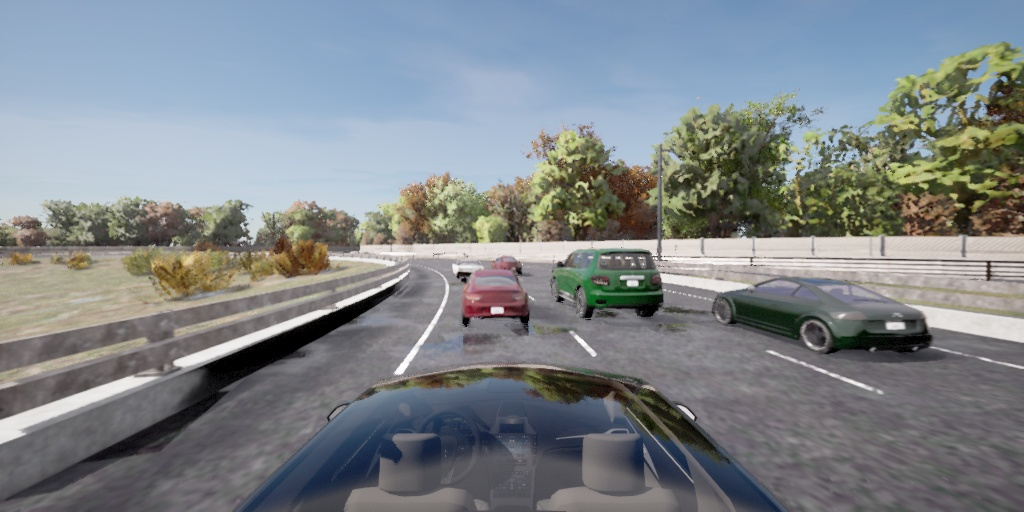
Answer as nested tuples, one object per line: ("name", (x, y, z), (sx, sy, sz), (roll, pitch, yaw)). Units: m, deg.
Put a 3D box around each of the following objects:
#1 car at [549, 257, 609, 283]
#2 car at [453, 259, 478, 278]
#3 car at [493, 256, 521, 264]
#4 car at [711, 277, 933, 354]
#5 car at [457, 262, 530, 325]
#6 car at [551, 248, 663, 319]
("car", (4.352, 0.856, 24.338), (2.033, 1.411, 5.357), (0, 1, -13))
("car", (-3.315, 0.891, 26.426), (1.895, 1.301, 4.718), (0, 1, -13))
("car", (-0.518, 0.750, 29.501), (1.812, 1.442, 4.674), (0, 1, -15))
("car", (6.666, 1.169, 8.366), (1.994, 1.385, 4.181), (0, 1, -4))
("car", (-0.575, 1.102, 10.955), (1.812, 1.442, 4.674), (0, 1, -6))
("car", (2.864, 0.767, 12.009), (2.150, 2.045, 5.566), (0, 1, -6))
